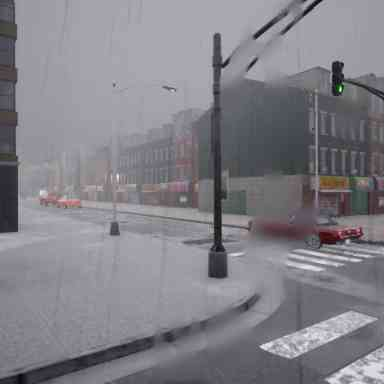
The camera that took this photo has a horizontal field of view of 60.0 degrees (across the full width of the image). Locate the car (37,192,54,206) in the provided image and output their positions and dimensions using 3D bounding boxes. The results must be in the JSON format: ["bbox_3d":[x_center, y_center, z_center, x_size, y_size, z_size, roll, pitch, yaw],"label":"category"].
[{"bbox_3d":[-21.632,1.045,50.920,2.150,2.045,5.566,0,0,-36],"label":"car"}]

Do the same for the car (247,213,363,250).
[{"bbox_3d":[4.615,1.568,14.405,1.895,1.301,4.718,0,0,-36],"label":"car"}]

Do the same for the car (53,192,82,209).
[{"bbox_3d":[-15.893,1.206,42.980,2.097,1.767,4.553,0,0,-36],"label":"car"}]
